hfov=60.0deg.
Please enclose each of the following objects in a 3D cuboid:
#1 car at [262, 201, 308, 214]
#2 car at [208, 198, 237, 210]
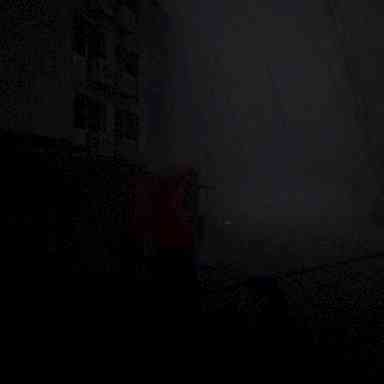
[{"bbox_3d":[9.860,1.601,35.363,1.895,1.301,4.718,0,0,-36],"label":"car"},{"bbox_3d":[3.855,1.526,43.779,1.812,1.442,4.674,0,0,-36],"label":"car"}]
